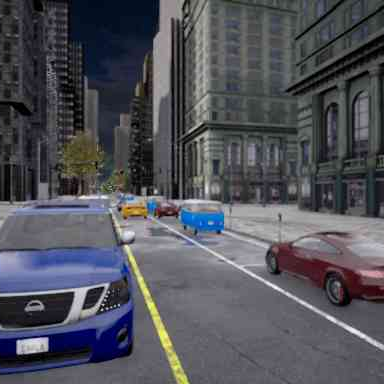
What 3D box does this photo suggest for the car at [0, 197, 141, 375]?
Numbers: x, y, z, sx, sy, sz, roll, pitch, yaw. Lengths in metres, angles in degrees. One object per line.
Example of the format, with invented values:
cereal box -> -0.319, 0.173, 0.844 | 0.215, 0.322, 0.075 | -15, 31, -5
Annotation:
car -> -2.331, 1.221, 6.073 | 2.150, 2.045, 5.566 | 0, 0, -15

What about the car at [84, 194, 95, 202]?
car -> -24.330, 1.342, 79.248 | 2.192, 1.841, 5.009 | 0, 0, -15

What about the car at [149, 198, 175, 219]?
car -> -2.340, 1.540, 29.215 | 1.887, 1.381, 4.507 | 0, 0, -15

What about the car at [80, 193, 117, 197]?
car -> -5.541, 1.219, 18.680 | 2.150, 2.045, 5.566 | 0, 0, -15

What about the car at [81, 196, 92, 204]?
car -> -20.256, 1.539, 63.734 | 1.752, 1.417, 4.829 | 0, 0, -15

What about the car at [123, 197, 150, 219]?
car -> -5.043, 1.474, 28.885 | 1.882, 1.535, 5.008 | 0, 0, -14

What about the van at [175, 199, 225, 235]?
van -> 0.470, 1.336, 18.529 | 1.690, 1.788, 3.998 | 0, 0, -15

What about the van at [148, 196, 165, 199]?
van -> -3.744, 1.337, 34.559 | 1.690, 1.788, 3.998 | 0, 0, -15

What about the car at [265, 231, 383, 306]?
car -> 3.279, 1.579, 7.841 | 1.802, 1.307, 4.206 | 0, 0, -15

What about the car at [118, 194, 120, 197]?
car -> -17.554, 1.611, 86.995 | 1.802, 1.307, 4.206 | 0, 0, -15

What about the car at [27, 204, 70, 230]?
car -> -9.211, 1.543, 21.713 | 1.887, 1.381, 4.507 | 0, 0, -15

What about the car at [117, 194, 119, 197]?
car -> -18.930, 1.587, 92.230 | 2.008, 1.369, 4.403 | 0, 0, -15

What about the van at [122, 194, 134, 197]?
van -> -13.421, 1.355, 71.290 | 1.690, 1.788, 3.998 | 0, 0, -15

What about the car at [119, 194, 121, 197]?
car -> -16.176, 1.568, 81.760 | 1.887, 1.381, 4.507 | 0, 0, -15

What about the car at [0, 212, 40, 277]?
car -> -6.354, 1.525, 10.862 | 1.752, 1.417, 4.829 | 0, 0, -15

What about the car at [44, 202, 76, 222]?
car -> -10.618, 1.543, 27.056 | 1.887, 1.381, 4.507 | 0, 0, -15

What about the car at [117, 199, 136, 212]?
car -> -7.715, 1.562, 38.957 | 1.994, 1.385, 4.181 | 0, 0, -14

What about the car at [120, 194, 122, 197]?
car -> -14.799, 1.585, 76.524 | 1.947, 1.339, 4.313 | 0, 0, -15

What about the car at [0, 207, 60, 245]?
car -> -7.804, 1.544, 16.370 | 1.887, 1.381, 4.507 | 0, 0, -15
